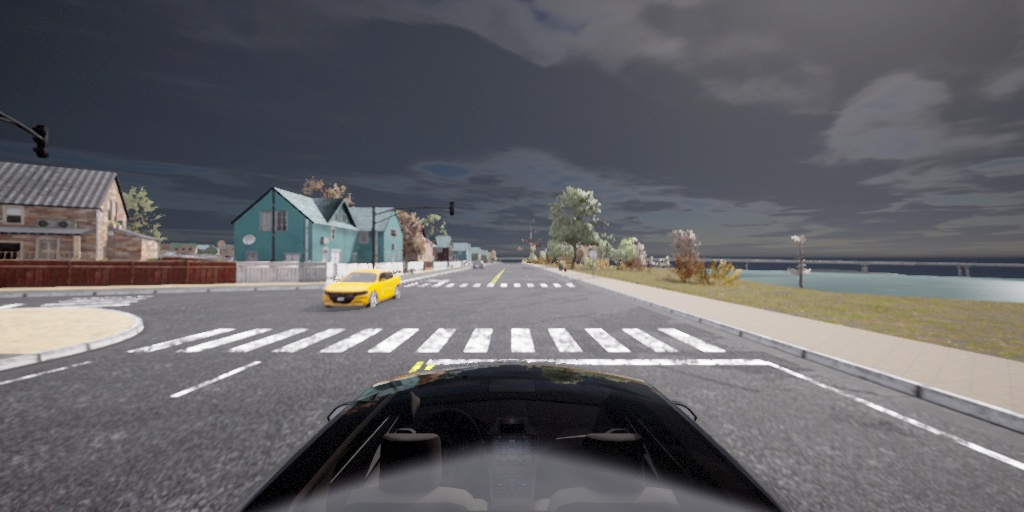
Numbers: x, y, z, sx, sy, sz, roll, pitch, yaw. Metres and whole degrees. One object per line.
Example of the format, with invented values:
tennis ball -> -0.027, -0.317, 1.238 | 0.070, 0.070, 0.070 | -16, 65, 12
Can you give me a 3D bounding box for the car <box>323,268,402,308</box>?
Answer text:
car -> -6.477, 1.347, 16.064 | 1.882, 1.535, 5.008 | 1, 0, 0
